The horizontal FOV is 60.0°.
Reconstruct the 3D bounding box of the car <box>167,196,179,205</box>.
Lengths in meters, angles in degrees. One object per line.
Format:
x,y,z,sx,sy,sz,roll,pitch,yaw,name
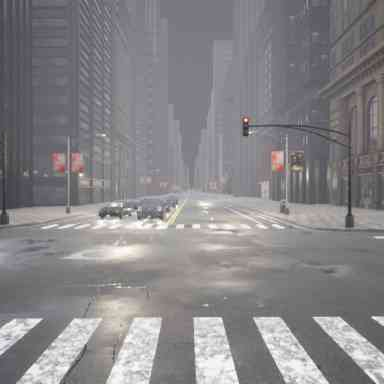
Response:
-3.300,1.453,57.856,1.837,1.490,4.892,0,0,0,car

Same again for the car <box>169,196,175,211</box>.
-3.338,1.523,37.584,2.033,1.411,5.357,0,0,0,car

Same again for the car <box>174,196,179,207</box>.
-3.341,1.529,47.483,1.994,1.385,4.181,0,0,0,car

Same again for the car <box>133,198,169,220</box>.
-3.340,1.336,28.109,2.097,1.767,4.553,0,0,0,car

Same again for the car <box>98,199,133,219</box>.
-6.564,1.531,29.366,2.033,1.411,5.357,0,0,4,car

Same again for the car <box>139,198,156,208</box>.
-6.588,1.563,49.551,1.895,1.301,4.718,0,0,0,car

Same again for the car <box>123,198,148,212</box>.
-6.586,1.521,39.465,2.033,1.411,5.357,0,0,0,car
